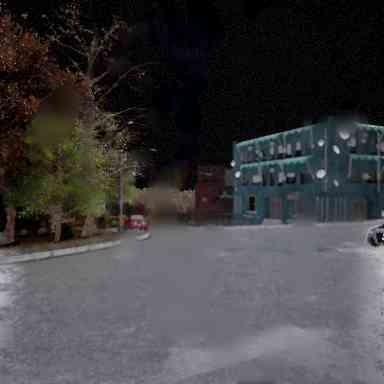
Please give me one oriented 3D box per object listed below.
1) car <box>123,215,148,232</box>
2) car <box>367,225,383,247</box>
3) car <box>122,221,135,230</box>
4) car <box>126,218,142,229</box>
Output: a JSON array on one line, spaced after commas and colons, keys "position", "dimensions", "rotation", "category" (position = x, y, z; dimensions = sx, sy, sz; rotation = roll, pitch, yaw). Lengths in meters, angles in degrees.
[{"position": [-7.036, 3.839, 41.478], "dimensions": [2.150, 2.045, 5.566], "rotation": [0, -5, -19], "category": "car"}, {"position": [9.778, 1.764, 14.831], "dimensions": [4.181, 1.385, 1.994], "rotation": [0, -1, -29], "category": "car"}, {"position": [-9.751, 5.192, 51.165], "dimensions": [1.895, 1.301, 4.718], "rotation": [0, -5, -11], "category": "car"}, {"position": [-11.110, 6.087, 64.355], "dimensions": [2.150, 2.045, 5.566], "rotation": [0, -6, -1], "category": "car"}]
